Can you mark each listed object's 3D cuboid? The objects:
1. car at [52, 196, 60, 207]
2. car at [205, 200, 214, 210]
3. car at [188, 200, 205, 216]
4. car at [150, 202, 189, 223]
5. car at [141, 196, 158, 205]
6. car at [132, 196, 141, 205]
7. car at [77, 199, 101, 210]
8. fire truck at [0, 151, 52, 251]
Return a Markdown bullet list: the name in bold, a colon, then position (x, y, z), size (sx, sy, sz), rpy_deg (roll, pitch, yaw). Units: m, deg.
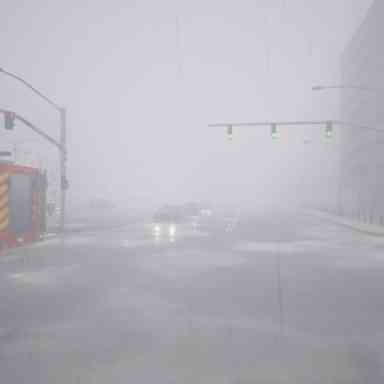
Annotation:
- **car**: position (-30.832, 1.911, 74.921), size (1.905, 1.878, 3.866), rpy_deg (0, -1, 10)
- **car**: position (2.262, 2.021, 52.139), size (2.128, 1.511, 4.902), rpy_deg (0, 0, 10)
- **car**: position (-0.077, 1.901, 38.671), size (1.837, 1.490, 4.892), rpy_deg (0, 0, 10)
- **car**: position (-1.828, 1.862, 28.540), size (1.994, 1.385, 4.181), rpy_deg (0, -1, 10)
- **car**: position (-8.659, 1.870, 70.996), size (1.932, 1.855, 4.605), rpy_deg (0, -1, 10)
- **car**: position (-11.500, 1.878, 71.552), size (1.905, 1.878, 3.866), rpy_deg (0, -1, 10)
- **car**: position (-17.196, 1.952, 54.818), size (1.970, 1.475, 3.806), rpy_deg (0, -1, 10)
- **fire truck**: position (-10.206, 0.443, 12.762), size (8.468, 3.827, 2.891), rpy_deg (0, 0, 9)
